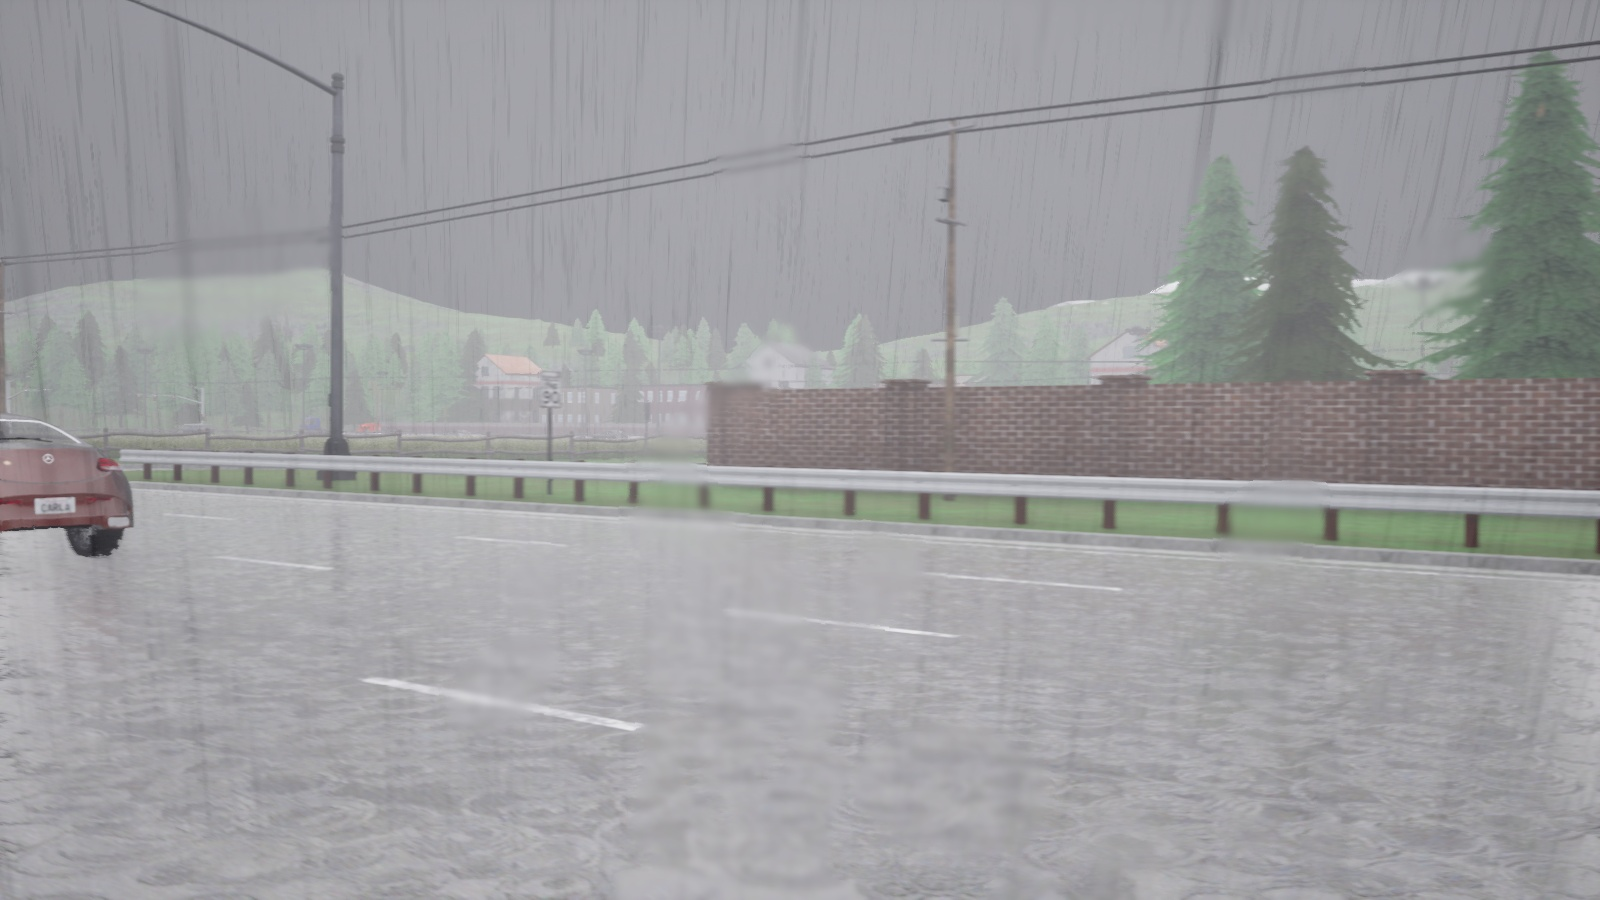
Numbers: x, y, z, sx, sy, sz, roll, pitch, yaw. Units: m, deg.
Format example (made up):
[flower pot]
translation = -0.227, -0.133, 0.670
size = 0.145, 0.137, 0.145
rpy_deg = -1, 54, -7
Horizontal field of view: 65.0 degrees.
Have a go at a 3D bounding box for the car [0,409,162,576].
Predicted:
[car]
translation = -9.698, 0.404, 14.264
size = 5.027, 1.651, 2.152
rpy_deg = 0, 1, 34
